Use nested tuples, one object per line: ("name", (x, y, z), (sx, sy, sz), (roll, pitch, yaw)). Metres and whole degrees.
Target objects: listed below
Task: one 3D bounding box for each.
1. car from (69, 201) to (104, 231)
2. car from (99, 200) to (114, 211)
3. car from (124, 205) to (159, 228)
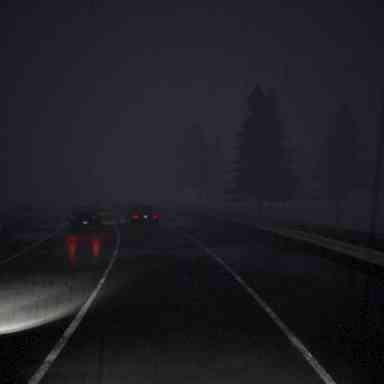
("car", (-6.718, 1.568, 21.187), (1.812, 1.442, 4.674), (0, 0, -16))
("car", (-11.084, 1.677, 40.682), (1.895, 1.301, 4.718), (0, 0, -29))
("car", (-3.558, 1.582, 22.882), (2.033, 1.411, 5.357), (0, 0, -16))
